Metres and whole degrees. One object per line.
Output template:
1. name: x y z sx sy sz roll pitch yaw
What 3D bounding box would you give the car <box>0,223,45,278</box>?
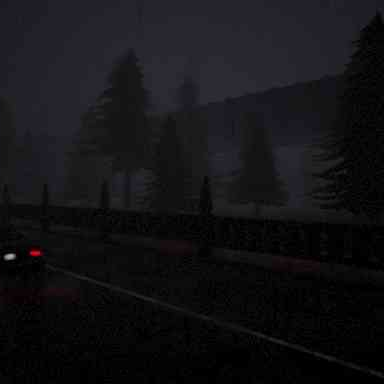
1. car: -6.177 1.585 9.589 5.357 1.411 2.033 0 -1 42
